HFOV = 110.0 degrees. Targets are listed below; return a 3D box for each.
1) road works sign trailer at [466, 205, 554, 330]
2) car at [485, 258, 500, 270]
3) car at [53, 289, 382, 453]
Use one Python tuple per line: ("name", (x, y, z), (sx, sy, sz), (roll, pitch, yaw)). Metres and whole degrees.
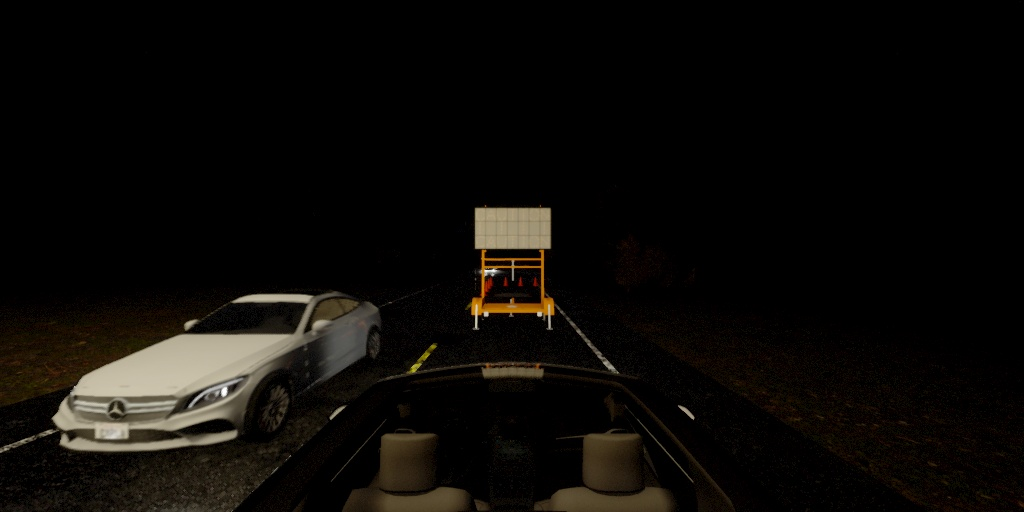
("road works sign trailer", (0.028, 0.215, 11.140), (2.380, 3.560, 2.880), (0, 0, 0))
("car", (-3.339, 1.272, 54.047), (2.128, 1.511, 4.902), (0, 0, 0))
("car", (-3.489, 1.276, 5.465), (1.812, 1.442, 4.674), (0, 0, 0))
